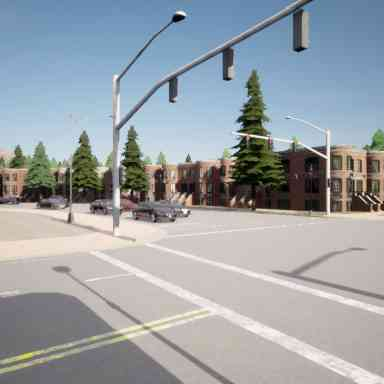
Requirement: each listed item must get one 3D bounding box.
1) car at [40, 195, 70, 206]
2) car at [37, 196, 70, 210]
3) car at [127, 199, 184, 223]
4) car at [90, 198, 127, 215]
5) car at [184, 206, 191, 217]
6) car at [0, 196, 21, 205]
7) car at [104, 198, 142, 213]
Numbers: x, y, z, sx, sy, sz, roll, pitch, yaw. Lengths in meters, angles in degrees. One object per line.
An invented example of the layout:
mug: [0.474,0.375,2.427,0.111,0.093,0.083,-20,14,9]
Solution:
car: [-23.239,1.352,56.492,4.553,1.767,2.097,0,0,21]
car: [-17.769,1.526,42.009,4.674,1.442,1.812,0,0,34]
car: [-3.000,1.505,26.015,1.837,1.490,4.892,0,0,-36]
car: [-8.646,1.492,33.415,2.128,1.511,4.902,0,0,-39]
car: [-2.045,1.491,30.563,2.128,1.511,4.902,0,0,-37]
car: [-32.922,1.492,58.961,4.902,1.511,2.128,0,0,9]
car: [-7.946,1.478,37.973,1.882,1.535,5.008,0,0,-43]
